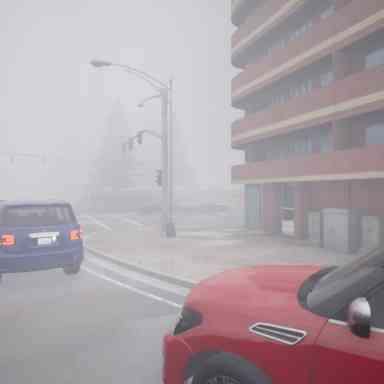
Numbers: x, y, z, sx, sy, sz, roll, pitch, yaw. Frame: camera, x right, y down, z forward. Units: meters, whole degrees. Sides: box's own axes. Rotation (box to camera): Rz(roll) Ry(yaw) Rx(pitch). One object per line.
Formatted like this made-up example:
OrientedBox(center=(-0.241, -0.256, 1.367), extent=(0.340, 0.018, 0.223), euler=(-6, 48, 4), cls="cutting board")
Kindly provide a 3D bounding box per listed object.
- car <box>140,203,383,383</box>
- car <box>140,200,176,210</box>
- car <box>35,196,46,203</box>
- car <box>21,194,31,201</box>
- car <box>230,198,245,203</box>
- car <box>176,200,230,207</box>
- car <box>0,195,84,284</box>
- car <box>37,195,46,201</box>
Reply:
OrientedBox(center=(2.348, 1.221, 2.453), extent=(5.566, 2.045, 2.150), euler=(0, 0, 36), cls="car")
OrientedBox(center=(-3.340, 1.581, 36.167), extent=(4.674, 1.442, 1.812), euler=(0, 0, -22), cls="car")
OrientedBox(center=(-33.219, 1.539, 73.066), extent=(2.033, 1.411, 5.357), euler=(0, 0, -23), cls="car")
OrientedBox(center=(-40.415, 1.354, 81.065), extent=(2.097, 1.767, 4.553), euler=(0, 0, -23), cls="car")
OrientedBox(center=(5.187, 1.533, 39.732), extent=(5.008, 1.535, 1.882), euler=(0, 0, -23), cls="car")
OrientedBox(center=(1.116, 1.656, 34.250), extent=(4.718, 1.301, 1.895), euler=(0, 0, -23), cls="car")
OrientedBox(center=(-4.951, 1.221, 9.811), extent=(2.150, 2.045, 5.566), euler=(0, 0, -36), cls="car")
OrientedBox(center=(-37.240, 1.477, 82.542), extent=(1.882, 1.535, 5.008), euler=(0, 0, -23), cls="car")
